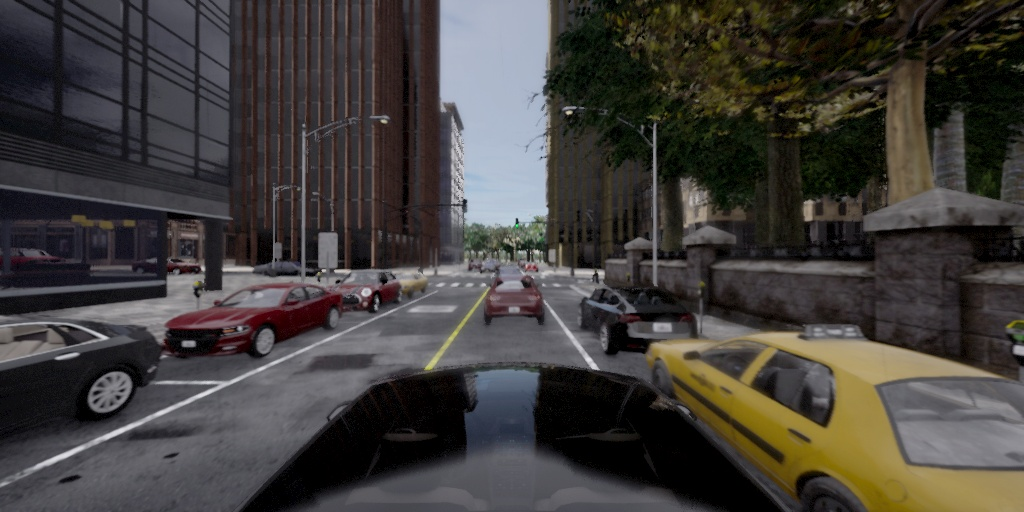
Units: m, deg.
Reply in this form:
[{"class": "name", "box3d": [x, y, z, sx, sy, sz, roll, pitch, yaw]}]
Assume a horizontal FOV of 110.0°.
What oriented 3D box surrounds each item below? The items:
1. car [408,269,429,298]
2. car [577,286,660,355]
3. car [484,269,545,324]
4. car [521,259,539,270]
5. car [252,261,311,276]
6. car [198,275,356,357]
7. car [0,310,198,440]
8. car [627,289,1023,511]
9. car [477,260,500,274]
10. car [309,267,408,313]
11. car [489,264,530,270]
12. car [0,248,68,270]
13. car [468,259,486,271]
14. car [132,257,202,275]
[{"class": "car", "box3d": [-5.766, 1.388, 19.384, 1.751, 1.417, 4.829, 0, 0, 0]}, {"class": "car", "box3d": [2.761, 1.359, 8.644, 1.948, 1.339, 4.313, 0, 0, 0]}, {"class": "car", "box3d": [0.075, 1.342, 12.229, 1.812, 1.442, 4.674, 0, 0, 0]}, {"class": "car", "box3d": [2.753, 1.511, 51.525, 1.967, 1.591, 4.097, 0, 0, 0]}, {"class": "car", "box3d": [-19.321, 1.133, 31.015, 5.357, 1.411, 2.033, 1, 0, 0]}, {"class": "car", "box3d": [-5.764, 1.338, 8.641, 1.888, 1.381, 4.507, 0, 0, 0]}, {"class": "car", "box3d": [-5.763, 1.310, 3.184, 2.007, 1.370, 4.403, 0, 0, 0]}, {"class": "car", "box3d": [2.762, 1.284, 3.358, 1.751, 1.417, 4.829, 0, 0, 0]}, {"class": "car", "box3d": [-3.093, 1.609, 47.529, 1.994, 1.385, 4.181, 0, 0, 1]}, {"class": "car", "box3d": [-5.765, 1.268, 14.098, 1.967, 1.591, 4.097, 0, 0, 0]}, {"class": "car", "box3d": [-0.281, 1.441, 23.858, 2.033, 1.411, 5.357, 0, -1, -4]}, {"class": "car", "box3d": [-42.092, 0.371, 30.984, 5.566, 2.045, 2.150, 1, 0, 0]}, {"class": "car", "box3d": [-5.773, 1.423, 56.961, 2.192, 1.841, 5.009, 0, 0, 0]}, {"class": "car", "box3d": [-29.728, 0.861, 30.997, 5.008, 1.535, 1.882, 1, 0, 0]}]
